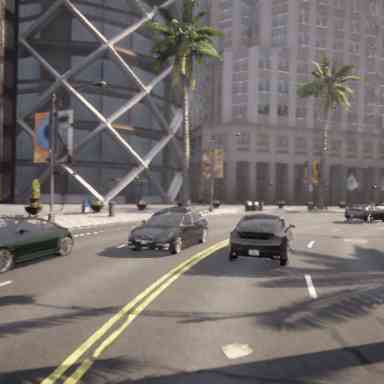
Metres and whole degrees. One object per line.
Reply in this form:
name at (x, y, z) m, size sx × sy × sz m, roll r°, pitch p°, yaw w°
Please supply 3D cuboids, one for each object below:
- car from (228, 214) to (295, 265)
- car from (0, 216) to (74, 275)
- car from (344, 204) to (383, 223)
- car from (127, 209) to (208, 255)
car at (2.605, 1.560, 12.117) m, size 1.837 × 1.490 × 4.892 m, roll 1°, pitch 0°, yaw 19°
car at (-5.455, 1.435, 9.972) m, size 1.994 × 1.385 × 4.181 m, roll 1°, pitch 0°, yaw 16°
car at (15.098, 1.828, 28.679) m, size 4.902 × 1.511 × 2.128 m, roll 1°, pitch 0°, yaw -36°
car at (-0.768, 1.482, 13.445) m, size 1.837 × 1.490 × 4.892 m, roll 1°, pitch 0°, yaw 21°
